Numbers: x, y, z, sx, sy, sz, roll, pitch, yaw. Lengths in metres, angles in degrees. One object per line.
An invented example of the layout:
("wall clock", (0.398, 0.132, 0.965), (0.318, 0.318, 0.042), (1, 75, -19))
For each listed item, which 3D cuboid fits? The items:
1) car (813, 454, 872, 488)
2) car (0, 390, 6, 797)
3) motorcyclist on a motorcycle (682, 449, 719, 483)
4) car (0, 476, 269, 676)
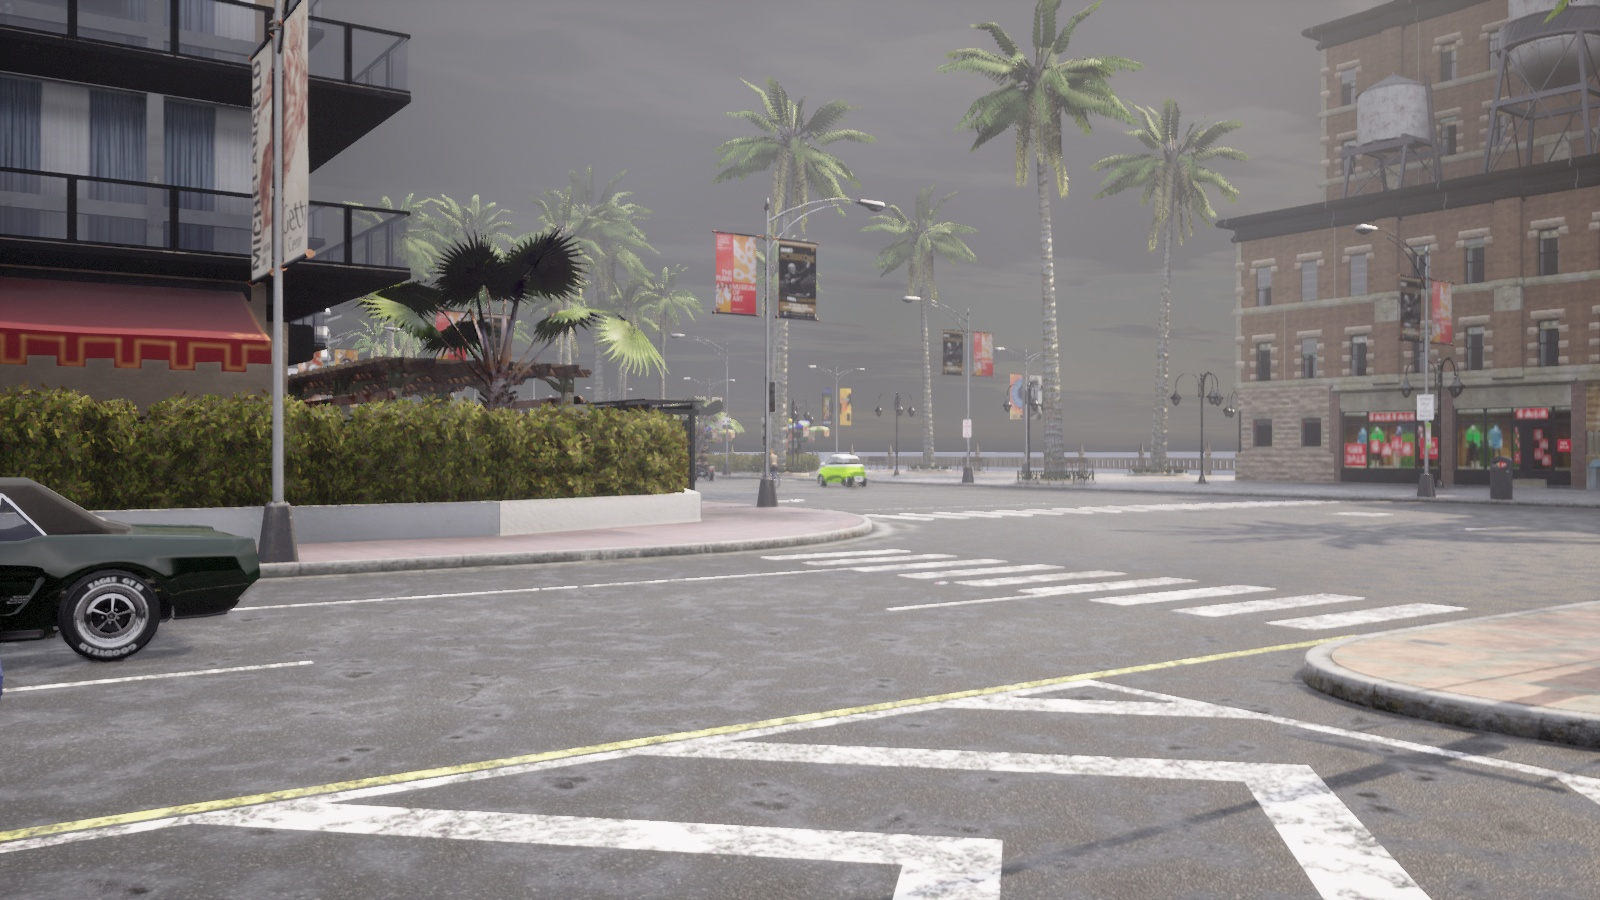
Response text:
("car", (1.797, 0.873, 53.379), (1.481, 1.376, 2.207), (0, 0, -34))
("car", (-5.926, 0.632, 5.019), (4.553, 1.767, 2.097), (0, 0, -35))
("motorcyclist on a motorcycle", (-5.044, 0.808, 63.390), (0.766, 1.649, 2.350), (0, 0, -34))
("car", (-6.482, 0.881, 8.893), (4.718, 1.301, 1.895), (0, 0, -35))
